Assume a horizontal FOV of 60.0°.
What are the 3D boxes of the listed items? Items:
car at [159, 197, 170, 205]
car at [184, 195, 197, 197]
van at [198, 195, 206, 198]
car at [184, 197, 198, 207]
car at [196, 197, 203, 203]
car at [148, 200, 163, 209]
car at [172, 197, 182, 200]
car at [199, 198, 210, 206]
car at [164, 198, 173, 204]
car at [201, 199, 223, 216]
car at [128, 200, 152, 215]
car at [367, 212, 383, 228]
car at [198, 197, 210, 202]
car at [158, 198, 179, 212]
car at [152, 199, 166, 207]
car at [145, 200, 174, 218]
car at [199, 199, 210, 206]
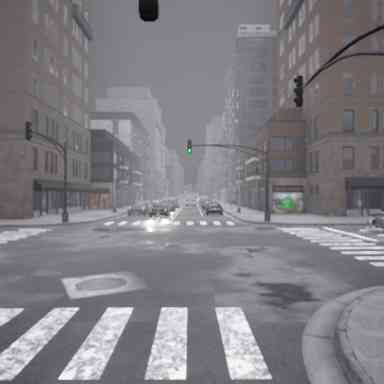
[{"bbox_3d":[-5.657,1.888,68.913,1.967,1.590,4.097,0,0,0],"label":"car"},{"bbox_3d":[-0.263,2.009,73.603,2.128,1.511,4.902,0,0,0],"label":"car"},{"bbox_3d":[2.356,1.706,57.884,1.690,1.788,3.998,0,0,0],"label":"van"},{"bbox_3d":[-0.180,1.981,59.910,1.895,1.301,4.718,0,0,0],"label":"car"},{"bbox_3d":[1.981,2.136,89.807,1.812,1.442,4.674,0,0,0],"label":"car"},{"bbox_3d":[-5.675,1.908,52.380,1.802,1.307,4.206,0,0,0],"label":"car"},{"bbox_3d":[-3.126,1.896,53.151,1.994,1.385,4.181,0,0,0],"label":"car"},{"bbox_3d":[2.344,1.870,46.862,1.802,1.307,4.206,0,0,0],"label":"car"},{"bbox_3d":[-5.645,2.084,79.934,2.008,1.369,4.403,0,0,0],"label":"car"},{"bbox_3d":[2.332,1.781,35.839,1.947,1.339,4.313,0,0,0],"label":"car"},{"bbox_3d":[-5.693,1.655,35.850,1.967,1.590,4.097,0,0,0],"label":"car"},{"bbox_3d":[13.365,1.542,20.361,4.902,1.511,2.128,0,0,0],"label":"car"},{"bbox_3d":[2.350,1.892,52.372,1.947,1.339,4.313,0,0,0],"label":"car"},{"bbox_3d":[-3.144,1.828,43.192,1.994,1.385,4.181,0,0,1],"label":"car"},{"bbox_3d":[-5.669,1.916,57.891,2.008,1.369,4.403,0,0,0],"label":"car"},{"bbox_3d":[-3.159,1.799,33.214,1.895,1.301,4.718,0,0,0],"label":"car"},{"bbox_3d":[2.362,1.956,63.393,2.008,1.369,4.403,0,0,0],"label":"car"}]
